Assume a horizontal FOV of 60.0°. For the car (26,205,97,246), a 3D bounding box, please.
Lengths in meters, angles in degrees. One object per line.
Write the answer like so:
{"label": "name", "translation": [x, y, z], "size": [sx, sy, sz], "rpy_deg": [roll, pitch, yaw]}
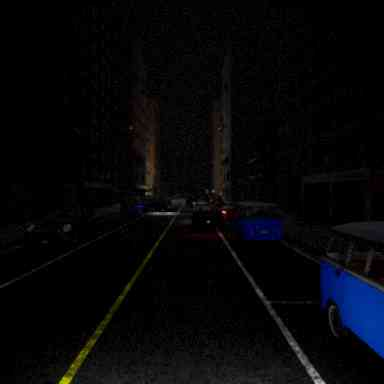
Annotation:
{"label": "car", "translation": [-5.671, 1.427, 14.872], "size": [1.967, 1.590, 4.097], "rpy_deg": [0, 0, 0]}

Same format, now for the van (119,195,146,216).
{"label": "van", "translation": [-5.672, 1.314, 31.376], "size": [1.690, 1.788, 3.998], "rpy_deg": [0, 0, 0]}

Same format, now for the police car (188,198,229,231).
{"label": "police car", "translation": [0.899, 1.407, 20.660], "size": [1.930, 1.638, 5.238], "rpy_deg": [0, 0, 0]}

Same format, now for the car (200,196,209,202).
{"label": "car", "translation": [2.850, 1.514, 75.387], "size": [1.947, 1.339, 4.313], "rpy_deg": [0, 0, 0]}

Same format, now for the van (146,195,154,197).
{"label": "van", "translation": [-5.673, 1.305, 42.378], "size": [1.690, 1.788, 3.998], "rpy_deg": [0, 0, 0]}

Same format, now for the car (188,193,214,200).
{"label": "car", "translation": [0.897, 1.193, 36.580], "size": [2.150, 2.045, 5.566], "rpy_deg": [0, 0, 0]}

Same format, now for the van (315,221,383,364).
{"label": "van", "translation": [2.855, 1.338, 3.869], "size": [1.690, 1.788, 3.998], "rpy_deg": [0, 0, 0]}

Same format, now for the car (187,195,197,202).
{"label": "car", "translation": [-0.006, 1.398, 70.891], "size": [1.994, 1.385, 4.181], "rpy_deg": [0, 0, 0]}

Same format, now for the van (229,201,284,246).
{"label": "van", "translation": [2.855, 1.328, 14.872], "size": [1.690, 1.788, 3.998], "rpy_deg": [0, 0, 0]}

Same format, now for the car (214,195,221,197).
{"label": "car", "translation": [2.852, 1.279, 42.378], "size": [2.192, 1.841, 5.009], "rpy_deg": [0, 0, 0]}

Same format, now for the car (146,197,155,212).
{"label": "car", "translation": [-5.672, 1.519, 36.877], "size": [2.008, 1.369, 4.403], "rpy_deg": [0, 0, 0]}

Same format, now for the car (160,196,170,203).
{"label": "car", "translation": [-5.676, 1.532, 69.885], "size": [1.802, 1.307, 4.206], "rpy_deg": [0, 0, 0]}

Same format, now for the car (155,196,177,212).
{"label": "car", "translation": [-3.100, 1.515, 37.833], "size": [2.033, 1.411, 5.357], "rpy_deg": [0, 0, 0]}

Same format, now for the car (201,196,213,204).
{"label": "car", "translation": [2.850, 1.503, 64.385], "size": [2.008, 1.369, 4.403], "rpy_deg": [0, 0, 0]}

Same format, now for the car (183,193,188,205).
{"label": "car", "translation": [-0.004, 1.308, 55.756], "size": [2.097, 1.767, 4.553], "rpy_deg": [0, 0, 0]}

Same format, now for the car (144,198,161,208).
{"label": "car", "translation": [-5.673, 1.527, 47.880], "size": [1.947, 1.339, 4.313], "rpy_deg": [0, 0, 0]}

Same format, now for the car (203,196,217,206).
{"label": "car", "translation": [2.852, 1.398, 53.382], "size": [1.967, 1.590, 4.097], "rpy_deg": [0, 0, 0]}

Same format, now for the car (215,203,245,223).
{"label": "car", "translation": [2.854, 1.559, 25.875], "size": [1.802, 1.307, 4.206], "rpy_deg": [0, 0, 0]}

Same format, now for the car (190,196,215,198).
{"label": "car", "translation": [0.898, 1.428, 30.740], "size": [1.801, 1.575, 5.366], "rpy_deg": [0, 0, 0]}
